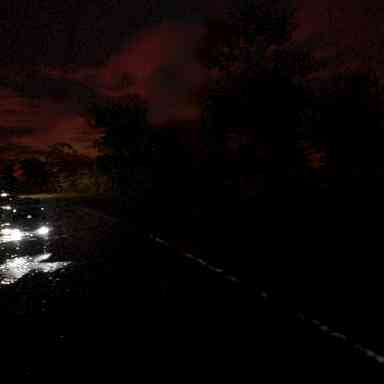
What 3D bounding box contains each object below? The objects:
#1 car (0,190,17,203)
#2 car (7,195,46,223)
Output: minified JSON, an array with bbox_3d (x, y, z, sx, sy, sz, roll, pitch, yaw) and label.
[{"bbox_3d":[-23.835,0.507,42.893,2.033,1.411,5.357,-5,3,-37],"label":"car"},{"bbox_3d":[-10.340,1.050,20.947,1.895,1.301,4.718,-4,3,-28],"label":"car"}]
